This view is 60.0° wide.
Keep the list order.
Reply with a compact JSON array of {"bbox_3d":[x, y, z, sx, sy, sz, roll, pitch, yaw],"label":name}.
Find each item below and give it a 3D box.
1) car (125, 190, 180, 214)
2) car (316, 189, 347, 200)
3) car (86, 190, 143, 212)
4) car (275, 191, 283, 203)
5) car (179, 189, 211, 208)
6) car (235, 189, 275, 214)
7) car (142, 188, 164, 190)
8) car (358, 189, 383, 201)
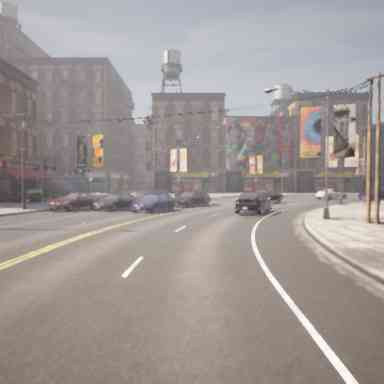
[{"bbox_3d":[-2.938,0.836,25.894,1.812,1.442,4.674,1,2,23],"label":"car"},{"bbox_3d":[18.777,0.281,44.773,4.674,1.442,1.812,-1,2,-28],"label":"car"},{"bbox_3d":[-6.163,0.795,27.254,1.812,1.442,4.674,1,2,23],"label":"car"},{"bbox_3d":[8.336,0.462,36.751,2.128,1.511,4.902,1,2,41],"label":"car"},{"bbox_3d":[-0.089,0.660,31.403,2.033,1.411,5.357,1,2,31],"label":"car"},{"bbox_3d":[4.686,0.799,25.123,1.837,1.490,4.892,0,2,25],"label":"car"},{"bbox_3d":[-4.047,0.463,31.337,2.097,1.767,4.553,1,2,29],"label":"car"},{"bbox_3d":[23.714,0.332,43.139,4.674,1.442,1.812,0,2,-21],"label":"car"}]
